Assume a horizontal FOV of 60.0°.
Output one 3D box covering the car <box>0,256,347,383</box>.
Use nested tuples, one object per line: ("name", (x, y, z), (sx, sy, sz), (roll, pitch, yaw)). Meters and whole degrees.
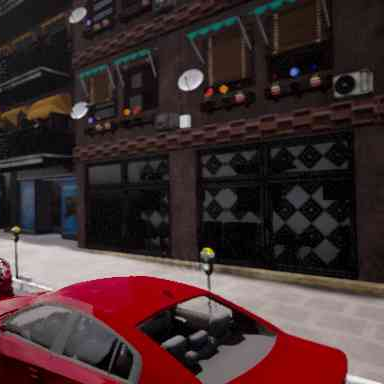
("car", (-0.843, 1.553, 3.348), (4.507, 1.381, 1.887), (0, -1, 36))
